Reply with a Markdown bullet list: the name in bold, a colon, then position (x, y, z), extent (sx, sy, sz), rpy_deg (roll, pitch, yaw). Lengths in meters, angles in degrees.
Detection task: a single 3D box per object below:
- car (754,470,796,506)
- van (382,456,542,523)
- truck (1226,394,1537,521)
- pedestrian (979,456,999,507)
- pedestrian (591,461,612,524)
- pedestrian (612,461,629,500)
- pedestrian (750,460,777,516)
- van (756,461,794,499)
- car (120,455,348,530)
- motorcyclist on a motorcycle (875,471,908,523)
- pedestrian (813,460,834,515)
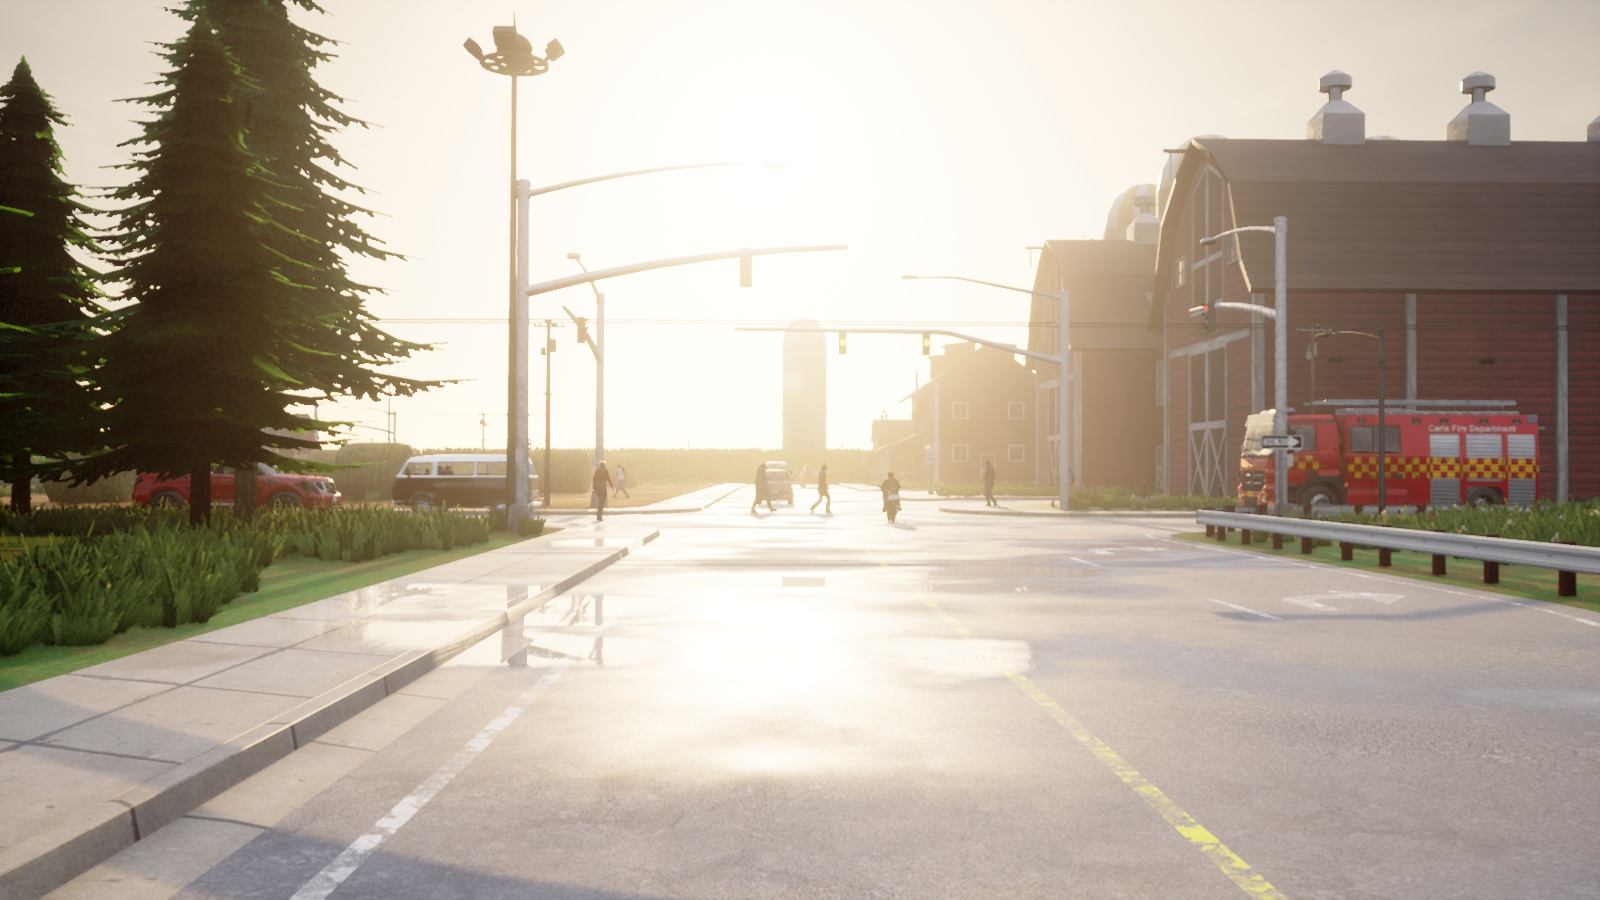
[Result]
- **car**: position (-1.128, 1.703, 56.600), extent (1.789, 1.549, 3.705), rpy_deg (0, -1, -1)
- **van**: position (-10.592, 1.243, 39.621), extent (4.480, 2.038, 2.069), rpy_deg (0, -1, 1)
- **truck**: position (18.223, 0.241, 39.742), extent (8.468, 3.827, 2.891), rpy_deg (0, -1, 0)
- **pedestrian**: position (7.283, 1.206, 48.458), extent (0.666, 1.930, 0.402), rpy_deg (0, -1, -34)
- **pedestrian**: position (-5.902, 1.254, 37.384), extent (0.331, 1.846, 0.636), rpy_deg (-1, -1, 21)
- **pedestrian**: position (-8.519, 1.455, 59.465), extent (0.706, 1.836, 0.354), rpy_deg (0, -1, -33)
- **pedestrian**: position (-1.284, 1.331, 44.222), extent (0.873, 1.952, 0.659), rpy_deg (0, -1, -7)
- **van**: position (-1.441, 1.684, 71.009), extent (2.069, 2.038, 4.480), rpy_deg (0, -1, -1)
- **car**: position (-16.170, 1.204, 36.103), extent (5.566, 2.045, 2.150), rpy_deg (0, -1, 0)
- **motorcyclist on a motorcycle**: position (2.770, 1.416, 38.270), extent (0.797, 1.523, 2.044), rpy_deg (0, -1, -1)
- **pedestrian**: position (0.824, 1.327, 44.482), extent (0.692, 1.930, 0.396), rpy_deg (0, -1, -4)
